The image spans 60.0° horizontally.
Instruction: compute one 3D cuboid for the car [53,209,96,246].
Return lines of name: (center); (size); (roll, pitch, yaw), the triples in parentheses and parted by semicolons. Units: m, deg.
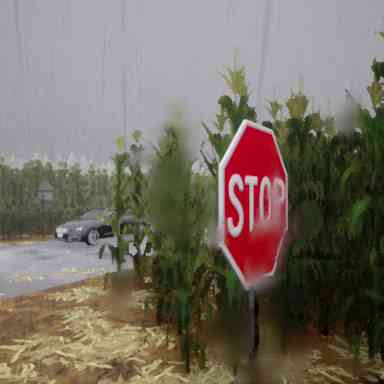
car: (-4.007, 1.504, 15.614); (2.128, 1.511, 4.902); (0, 0, 34)
